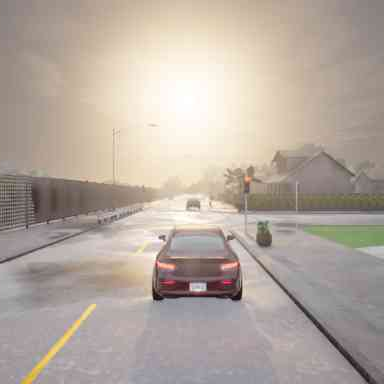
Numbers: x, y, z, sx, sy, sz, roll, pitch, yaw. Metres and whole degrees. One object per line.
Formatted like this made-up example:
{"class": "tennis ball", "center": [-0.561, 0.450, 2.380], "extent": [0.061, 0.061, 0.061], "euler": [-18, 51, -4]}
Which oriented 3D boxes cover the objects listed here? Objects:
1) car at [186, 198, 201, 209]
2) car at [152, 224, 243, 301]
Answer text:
{"class": "car", "center": [0.192, 1.505, 44.074], "extent": [1.837, 1.490, 4.892], "euler": [0, 0, 0]}
{"class": "car", "center": [0.110, 1.526, 8.217], "extent": [1.812, 1.442, 4.674], "euler": [0, 0, 0]}
